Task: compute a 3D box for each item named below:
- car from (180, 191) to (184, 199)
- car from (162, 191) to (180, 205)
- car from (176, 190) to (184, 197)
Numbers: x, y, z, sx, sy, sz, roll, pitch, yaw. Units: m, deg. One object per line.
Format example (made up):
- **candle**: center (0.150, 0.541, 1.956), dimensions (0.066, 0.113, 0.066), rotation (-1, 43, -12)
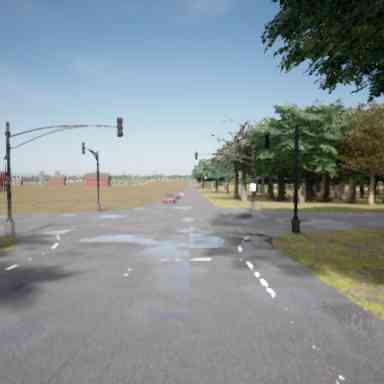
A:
- **car**: center (-3.406, 0.907, 73.151), dimensions (2.033, 1.411, 5.357), rotation (0, 1, 0)
- **car**: center (-3.467, 0.943, 51.241), dimensions (2.097, 1.767, 4.553), rotation (0, 0, 0)
- **car**: center (-3.349, 0.411, 93.440), dimensions (2.097, 1.767, 4.553), rotation (0, 1, 0)
